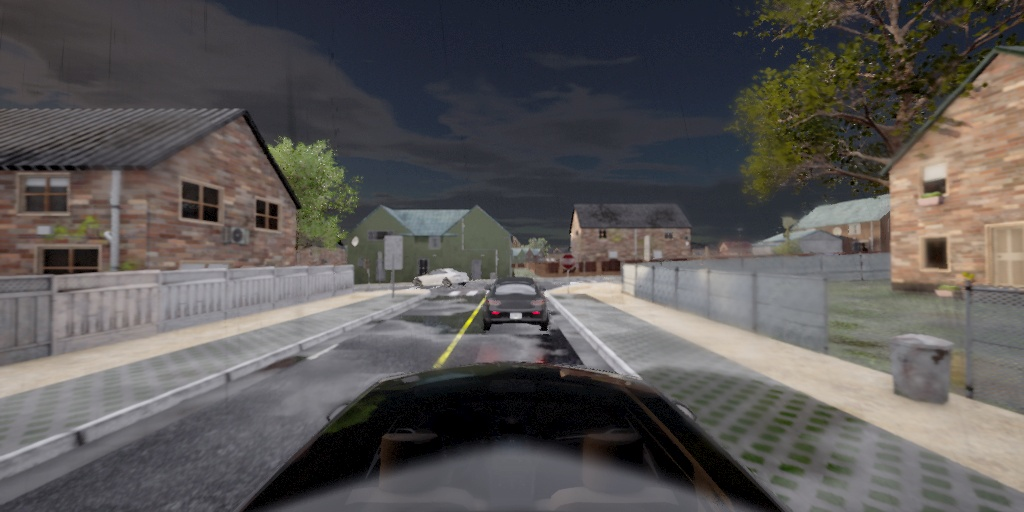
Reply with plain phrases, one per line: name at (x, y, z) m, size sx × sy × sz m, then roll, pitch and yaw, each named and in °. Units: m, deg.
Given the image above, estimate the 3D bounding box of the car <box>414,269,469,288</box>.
car at (-5.580, 1.741, 28.190) m, size 4.674 × 1.442 × 1.812 m, roll -3°, pitch -2°, yaw 29°

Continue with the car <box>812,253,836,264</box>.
car at (24.785, 0.604, 28.816) m, size 5.008 × 1.535 × 1.882 m, roll -3°, pitch -1°, yaw 0°

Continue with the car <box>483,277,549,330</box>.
car at (0.102, 1.389, 11.440) m, size 1.812 × 1.442 × 4.674 m, roll 0°, pitch -1°, yaw 0°

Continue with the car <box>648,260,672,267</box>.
car at (11.630, 1.103, 28.914) m, size 4.892 × 1.490 × 1.837 m, roll -2°, pitch -1°, yaw 0°
